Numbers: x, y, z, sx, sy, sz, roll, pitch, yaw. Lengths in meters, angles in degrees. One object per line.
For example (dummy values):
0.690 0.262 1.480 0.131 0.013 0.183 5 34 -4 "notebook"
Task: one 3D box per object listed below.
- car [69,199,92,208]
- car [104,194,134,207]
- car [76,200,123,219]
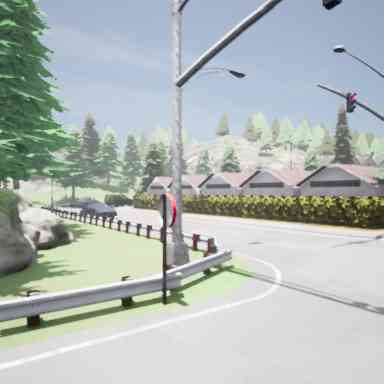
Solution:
-16.373 1.706 50.610 2.033 1.411 5.357 0 0 18 "car"
-11.505 1.375 52.745 2.150 2.045 5.566 0 0 29 "car"
-8.757 1.727 31.100 2.033 1.411 5.357 0 0 -36 "car"
